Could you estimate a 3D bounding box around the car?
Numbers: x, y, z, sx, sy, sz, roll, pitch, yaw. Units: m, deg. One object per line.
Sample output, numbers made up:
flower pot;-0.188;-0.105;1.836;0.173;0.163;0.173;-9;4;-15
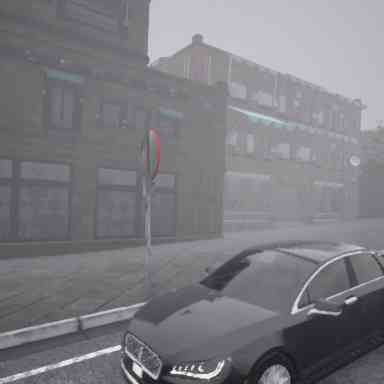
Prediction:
car;1.434;1.505;4.712;4.892;1.490;1.837;0;0;-36
